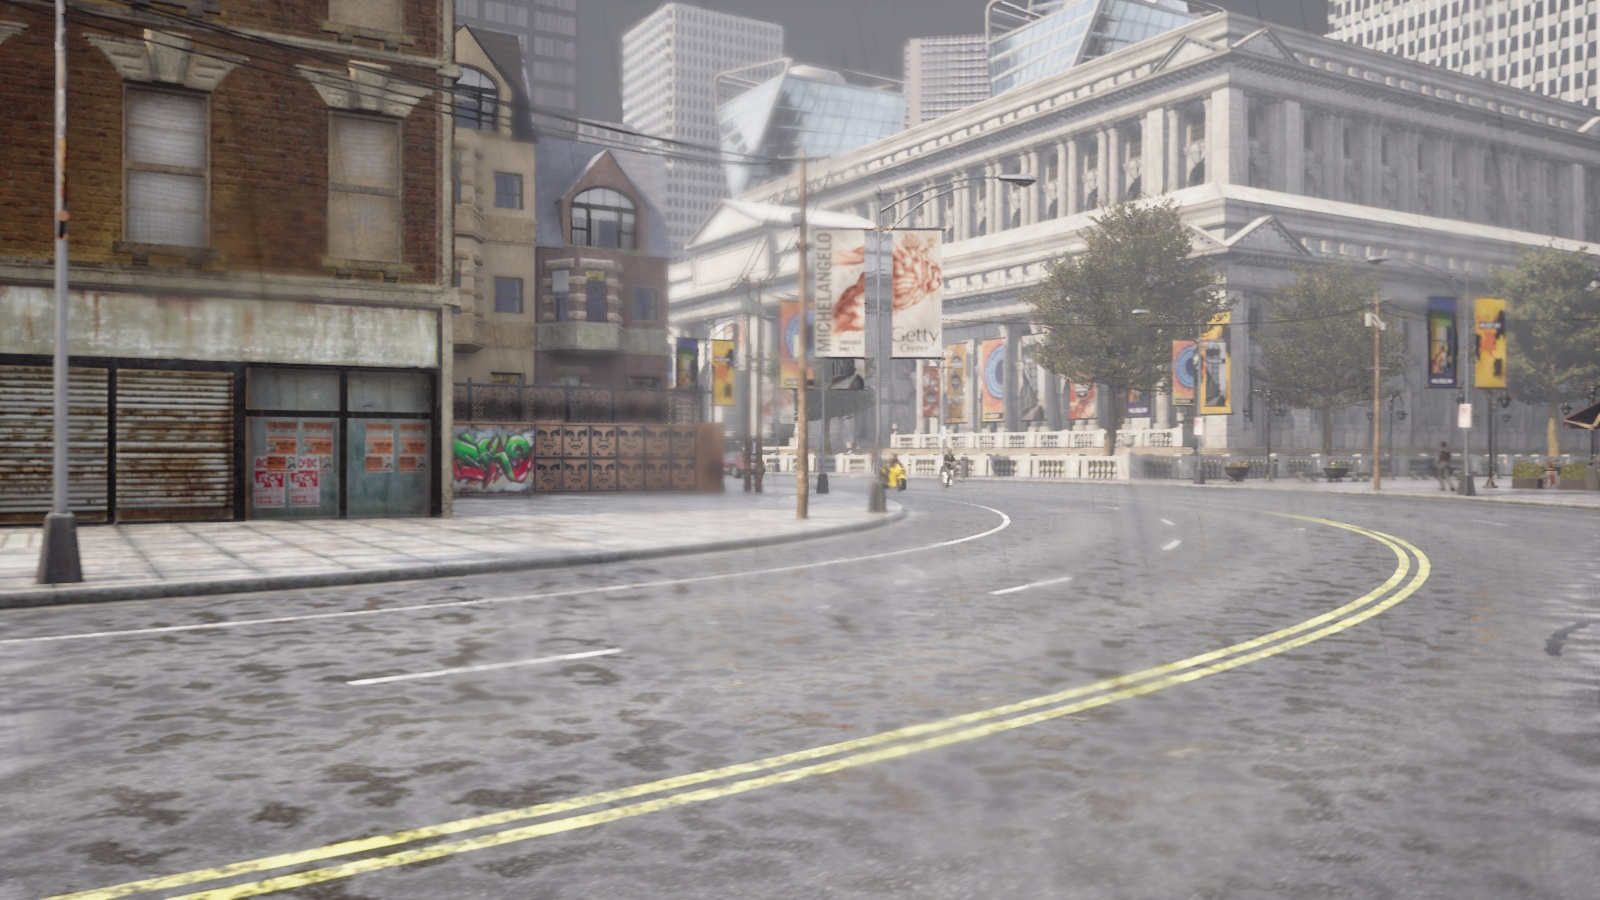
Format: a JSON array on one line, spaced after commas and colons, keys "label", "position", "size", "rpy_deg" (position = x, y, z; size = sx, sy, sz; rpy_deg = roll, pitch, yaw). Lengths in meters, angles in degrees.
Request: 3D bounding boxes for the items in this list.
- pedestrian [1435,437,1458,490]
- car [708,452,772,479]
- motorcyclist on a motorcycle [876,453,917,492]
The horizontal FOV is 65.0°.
[{"label": "pedestrian", "position": [23.405, 0.489, 45.475], "size": [0.402, 1.930, 0.666], "rpy_deg": [0, 0, -14]}, {"label": "car", "position": [-3.823, 0.950, 79.033], "size": [2.033, 1.649, 4.856], "rpy_deg": [0, 0, -30]}, {"label": "motorcyclist on a motorcycle", "position": [3.903, 0.886, 50.806], "size": [0.797, 1.523, 2.044], "rpy_deg": [0, 0, -22]}]
